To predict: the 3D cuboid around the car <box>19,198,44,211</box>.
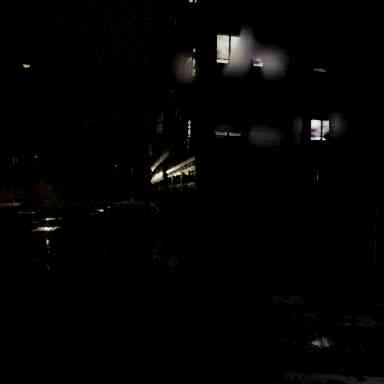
[{"bbox_3d":[-19.216,1.427,40.067,1.812,1.442,4.674,1,0,-9],"label":"car"}]
